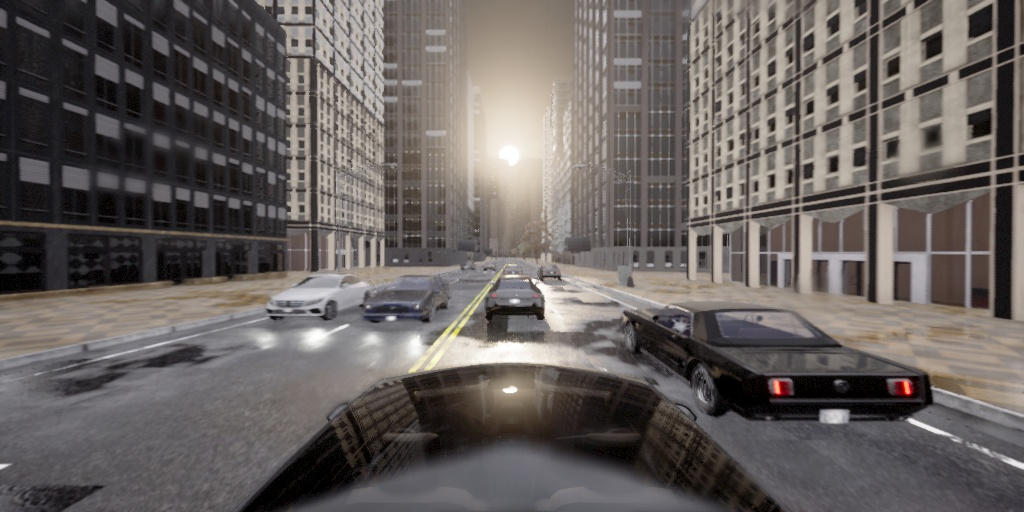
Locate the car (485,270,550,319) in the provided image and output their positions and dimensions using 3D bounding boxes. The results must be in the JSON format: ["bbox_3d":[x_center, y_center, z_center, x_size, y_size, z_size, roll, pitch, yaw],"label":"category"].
[{"bbox_3d":[0.094,1.385,13.150,1.994,1.385,4.181,0,0,0],"label":"car"}]

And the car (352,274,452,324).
[{"bbox_3d":[-3.350,1.365,12.617,2.033,1.411,5.357,0,0,0],"label":"car"}]

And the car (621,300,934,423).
[{"bbox_3d":[3.330,1.377,5.911,1.895,1.301,4.718,0,0,0],"label":"car"}]

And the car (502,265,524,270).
[{"bbox_3d":[0.097,1.484,32.891,2.033,1.411,5.357,0,0,0],"label":"car"}]

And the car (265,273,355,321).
[{"bbox_3d":[-6.609,1.345,12.908,1.812,1.442,4.674,0,0,0],"label":"car"}]

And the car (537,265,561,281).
[{"bbox_3d":[3.347,1.483,32.784,2.033,1.411,5.357,0,0,0],"label":"car"}]

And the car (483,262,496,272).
[{"bbox_3d":[-3.322,1.600,54.078,2.033,1.411,5.357,0,0,1],"label":"car"}]

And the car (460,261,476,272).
[{"bbox_3d":[-6.573,1.544,54.049,2.128,1.511,4.902,0,0,0],"label":"car"}]
